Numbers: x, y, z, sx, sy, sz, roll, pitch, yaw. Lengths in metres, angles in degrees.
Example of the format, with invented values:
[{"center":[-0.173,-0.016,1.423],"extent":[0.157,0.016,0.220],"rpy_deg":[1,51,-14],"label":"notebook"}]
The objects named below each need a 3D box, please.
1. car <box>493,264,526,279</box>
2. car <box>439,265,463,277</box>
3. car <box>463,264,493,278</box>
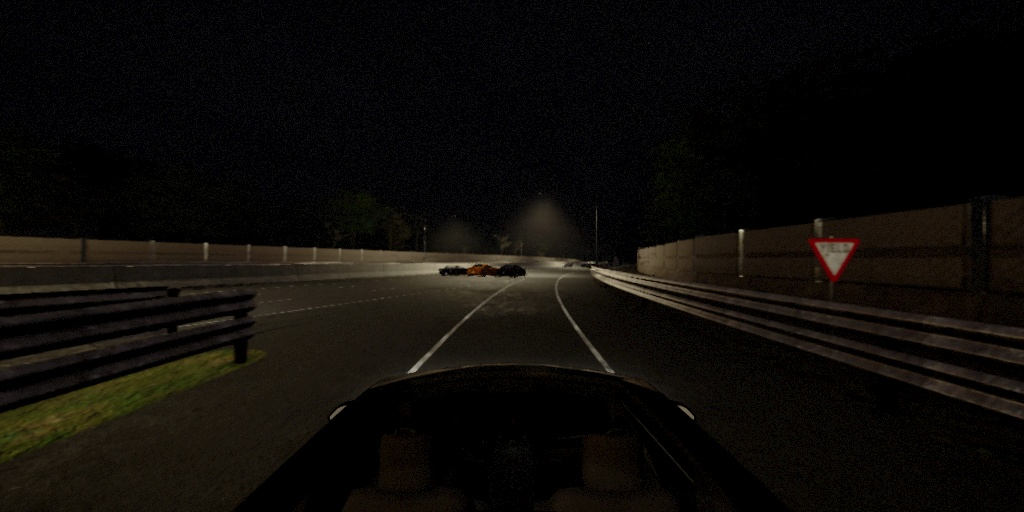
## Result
[{"center":[0.035,1.605,39.105],"extent":[1.882,1.535,5.008],"rpy_deg":[0,-1,21],"label":"car"},{"center":[-6.485,1.687,41.654],"extent":[1.895,1.301,4.718],"rpy_deg":[0,-1,21],"label":"car"},{"center":[-3.228,1.585,40.371],"extent":[1.882,1.535,5.008],"rpy_deg":[0,-1,21],"label":"car"}]
